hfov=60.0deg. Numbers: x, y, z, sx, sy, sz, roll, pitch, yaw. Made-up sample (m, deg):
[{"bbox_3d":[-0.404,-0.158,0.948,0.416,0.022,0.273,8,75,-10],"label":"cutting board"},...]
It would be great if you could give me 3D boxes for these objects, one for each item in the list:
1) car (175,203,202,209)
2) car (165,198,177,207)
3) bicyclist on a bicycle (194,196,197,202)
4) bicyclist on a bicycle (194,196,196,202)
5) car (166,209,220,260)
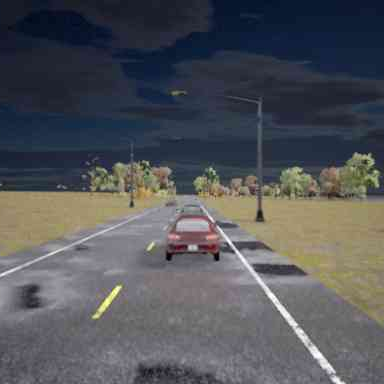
[{"bbox_3d":[0.018,1.678,25.350,2.033,1.411,5.357,0,0,1],"label":"car"},{"bbox_3d":[-3.575,1.792,57.740,1.837,1.490,4.892,0,0,0],"label":"car"},{"bbox_3d":[0.933,1.846,83.174,0.866,1.612,1.509,0,0,0],"label":"bicyclist on a bicycle"},{"bbox_3d":[0.935,1.901,92.175,0.582,1.620,1.656,0,-1,0],"label":"bicyclist on a bicycle"},{"bbox_3d":[0.042,1.592,12.602,1.812,1.442,4.674,0,-1,0],"label":"car"}]
